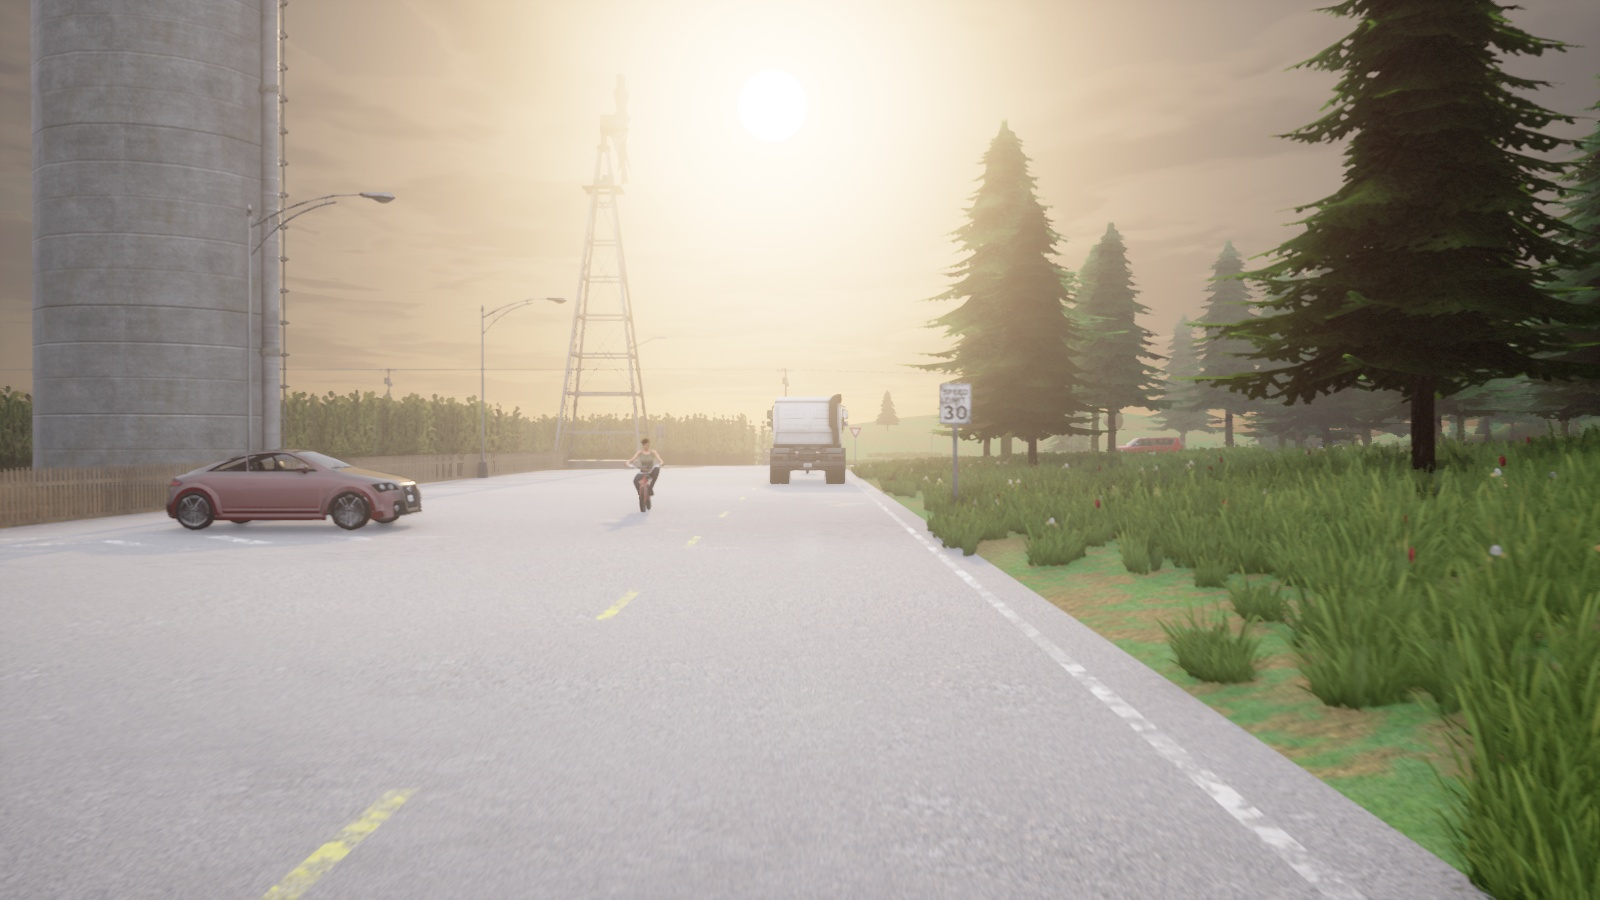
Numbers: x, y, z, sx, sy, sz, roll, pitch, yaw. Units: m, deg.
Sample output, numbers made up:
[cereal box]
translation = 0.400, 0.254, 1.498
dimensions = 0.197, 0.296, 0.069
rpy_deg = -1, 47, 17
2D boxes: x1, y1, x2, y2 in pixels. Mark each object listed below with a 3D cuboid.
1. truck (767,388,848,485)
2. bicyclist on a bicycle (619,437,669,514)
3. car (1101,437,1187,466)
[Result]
[truck]
translation = 0.293, -0.510, 48.709
dimensions = 2.891, 3.462, 7.936
rpy_deg = 0, 0, 0
[bicyclist on a bicycle]
translation = -3.336, 0.528, 26.970
dimensions = 0.866, 1.612, 1.509
rpy_deg = 0, 0, 0
[car]
translation = 24.488, 0.121, 89.475
dimensions = 5.566, 2.045, 2.150
rpy_deg = 0, 0, 0
